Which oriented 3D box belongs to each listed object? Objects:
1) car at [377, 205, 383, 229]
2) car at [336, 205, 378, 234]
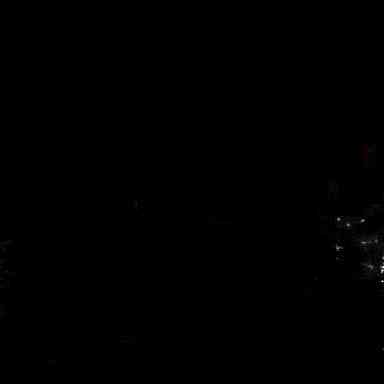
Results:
[{"bbox_3d":[10.940,1.413,15.458,5.008,1.535,1.882,0,0,-35],"label":"car"},{"bbox_3d":[10.126,1.454,18.861,4.674,1.442,1.812,0,0,-35],"label":"car"}]
